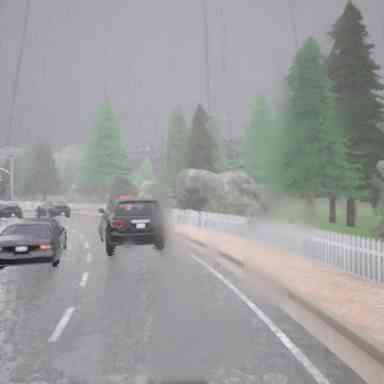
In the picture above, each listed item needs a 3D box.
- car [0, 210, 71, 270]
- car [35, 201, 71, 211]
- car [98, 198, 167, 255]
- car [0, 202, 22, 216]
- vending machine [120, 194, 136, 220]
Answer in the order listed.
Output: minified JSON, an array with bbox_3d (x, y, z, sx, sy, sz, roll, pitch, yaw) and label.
[{"bbox_3d":[-5.379,1.596,11.404,2.033,1.411,5.357,0,0,-18],"label":"car"},{"bbox_3d":[-12.674,1.621,30.211,1.837,1.490,4.892,0,-1,-43],"label":"car"},{"bbox_3d":[-2.600,1.250,13.857,2.150,2.045,5.566,0,0,-19],"label":"car"},{"bbox_3d":[-16.353,1.648,29.054,1.837,1.490,4.892,0,0,-44],"label":"car"},{"bbox_3d":[-5.350,1.254,27.789,1.100,2.100,0.880,0,0,-36],"label":"vending machine"}]
